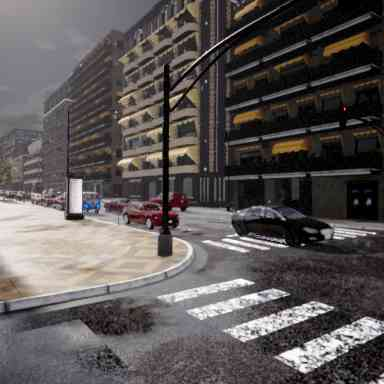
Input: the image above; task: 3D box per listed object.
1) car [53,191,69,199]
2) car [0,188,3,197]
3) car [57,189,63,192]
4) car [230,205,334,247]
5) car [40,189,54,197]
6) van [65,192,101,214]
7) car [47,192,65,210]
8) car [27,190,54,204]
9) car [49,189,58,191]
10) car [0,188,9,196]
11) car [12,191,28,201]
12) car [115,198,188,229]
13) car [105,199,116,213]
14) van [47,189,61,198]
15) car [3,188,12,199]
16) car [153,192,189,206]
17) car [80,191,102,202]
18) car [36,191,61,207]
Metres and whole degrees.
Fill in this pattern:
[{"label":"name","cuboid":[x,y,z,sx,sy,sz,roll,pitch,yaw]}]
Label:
[{"label":"car","cuboid":[-25.747,0.528,65.277,1.752,1.417,4.829,2,0,-36]},{"label":"car","cuboid":[-39.078,0.300,69.341,2.008,1.369,4.403,2,0,-36]},{"label":"car","cuboid":[-13.802,0.736,39.065,2.097,1.767,4.553,1,1,-36]},{"label":"car","cuboid":[3.827,1.380,14.838,2.128,1.511,4.902,1,2,-36]},{"label":"car","cuboid":[-32.307,0.270,74.283,1.967,1.590,4.097,2,0,-36]},{"label":"van","cuboid":[-9.090,0.880,28.196,1.690,1.788,3.998,2,0,-36]},{"label":"car","cuboid":[-12.427,0.996,32.768,1.887,1.381,4.507,2,0,-36]},{"label":"car","cuboid":[-18.990,0.804,41.774,1.752,1.417,4.829,2,0,-36]},{"label":"car","cuboid":[-25.090,0.598,59.983,2.033,1.411,5.357,1,0,-38]},{"label":"car","cuboid":[-42.403,-0.023,73.913,2.192,1.841,5.009,2,0,-36]},{"label":"car","cuboid":[-25.749,0.541,51.055,1.967,1.590,4.097,2,0,-36]},{"label":"car","cuboid":[-2.434,1.260,19.053,1.887,1.381,4.507,2,0,-36]},{"label":"car","cuboid":[-5.560,1.203,27.721,1.895,1.301,4.718,1,0,-36]},{"label":"van","cuboid":[-28.973,0.259,69.711,1.690,1.788,3.998,2,0,-36]},{"label":"car","cuboid":[-32.416,0.470,60.198,1.887,1.381,4.507,2,0,-36]},{"label":"car","cuboid":[-2.322,0.935,33.138,2.192,1.841,5.009,2,0,-36]},{"label":"car","cuboid":[-15.651,0.709,51.425,1.967,1.590,4.097,2,0,-36]},{"label":"car","cuboid":[-15.759,0.908,37.340,1.887,1.381,4.507,2,0,-36]}]
